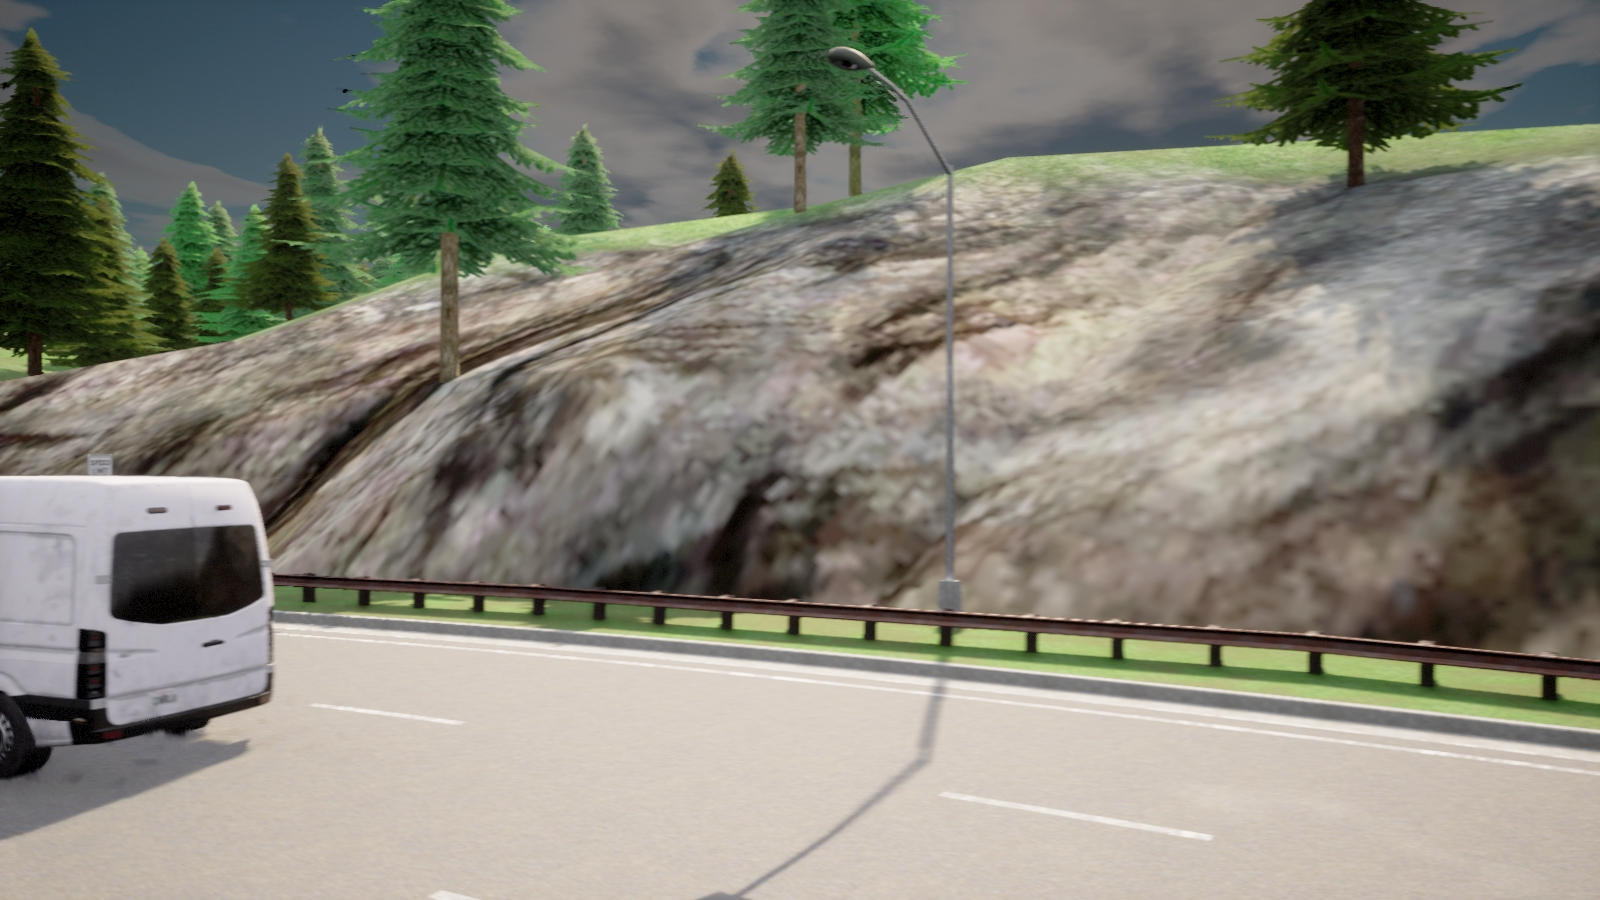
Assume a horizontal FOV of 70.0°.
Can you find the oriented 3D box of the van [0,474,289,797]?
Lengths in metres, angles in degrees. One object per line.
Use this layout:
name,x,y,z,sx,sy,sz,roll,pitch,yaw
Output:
van,-8.088,1.533,11.277,5.915,2.561,1.988,0,-1,22
